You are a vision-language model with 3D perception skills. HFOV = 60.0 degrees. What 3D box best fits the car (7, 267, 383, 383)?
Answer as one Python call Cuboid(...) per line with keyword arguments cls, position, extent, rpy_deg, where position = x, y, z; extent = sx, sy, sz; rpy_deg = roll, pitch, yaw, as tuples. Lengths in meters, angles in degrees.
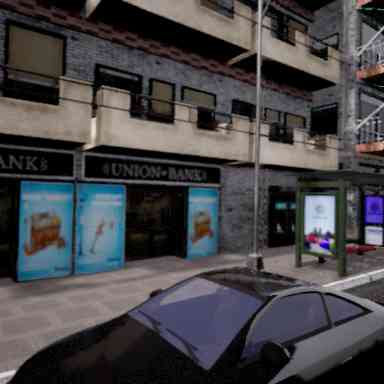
Cuboid(cls="car", position=(0.429, 1.571, 3.368), extent=(4.181, 1.385, 1.994), rpy_deg=(0, 0, -35))
